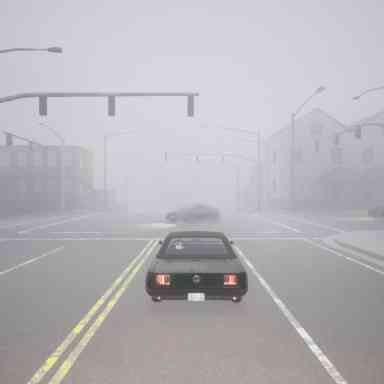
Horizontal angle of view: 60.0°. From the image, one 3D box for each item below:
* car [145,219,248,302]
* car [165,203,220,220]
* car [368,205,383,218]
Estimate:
[{"bbox_3d":[0.102,1.601,8.199,1.895,1.301,4.718,0,0,0],"label":"car"},{"bbox_3d":[0.104,1.524,24.189,4.181,1.385,1.994,0,0,-41],"label":"car"},{"bbox_3d":[17.265,1.564,28.179,4.181,1.385,1.994,0,0,-1],"label":"car"}]
